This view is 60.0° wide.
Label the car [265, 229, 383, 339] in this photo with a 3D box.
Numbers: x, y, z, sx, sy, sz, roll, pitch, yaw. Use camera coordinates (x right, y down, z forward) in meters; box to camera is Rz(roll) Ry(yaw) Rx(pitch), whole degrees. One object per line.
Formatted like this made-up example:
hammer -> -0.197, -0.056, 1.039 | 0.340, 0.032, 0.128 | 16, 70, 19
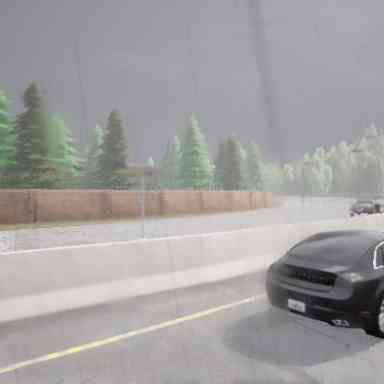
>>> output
car -> 3.525, 1.525, 6.714 | 4.892, 1.490, 1.837 | 0, 0, -39
